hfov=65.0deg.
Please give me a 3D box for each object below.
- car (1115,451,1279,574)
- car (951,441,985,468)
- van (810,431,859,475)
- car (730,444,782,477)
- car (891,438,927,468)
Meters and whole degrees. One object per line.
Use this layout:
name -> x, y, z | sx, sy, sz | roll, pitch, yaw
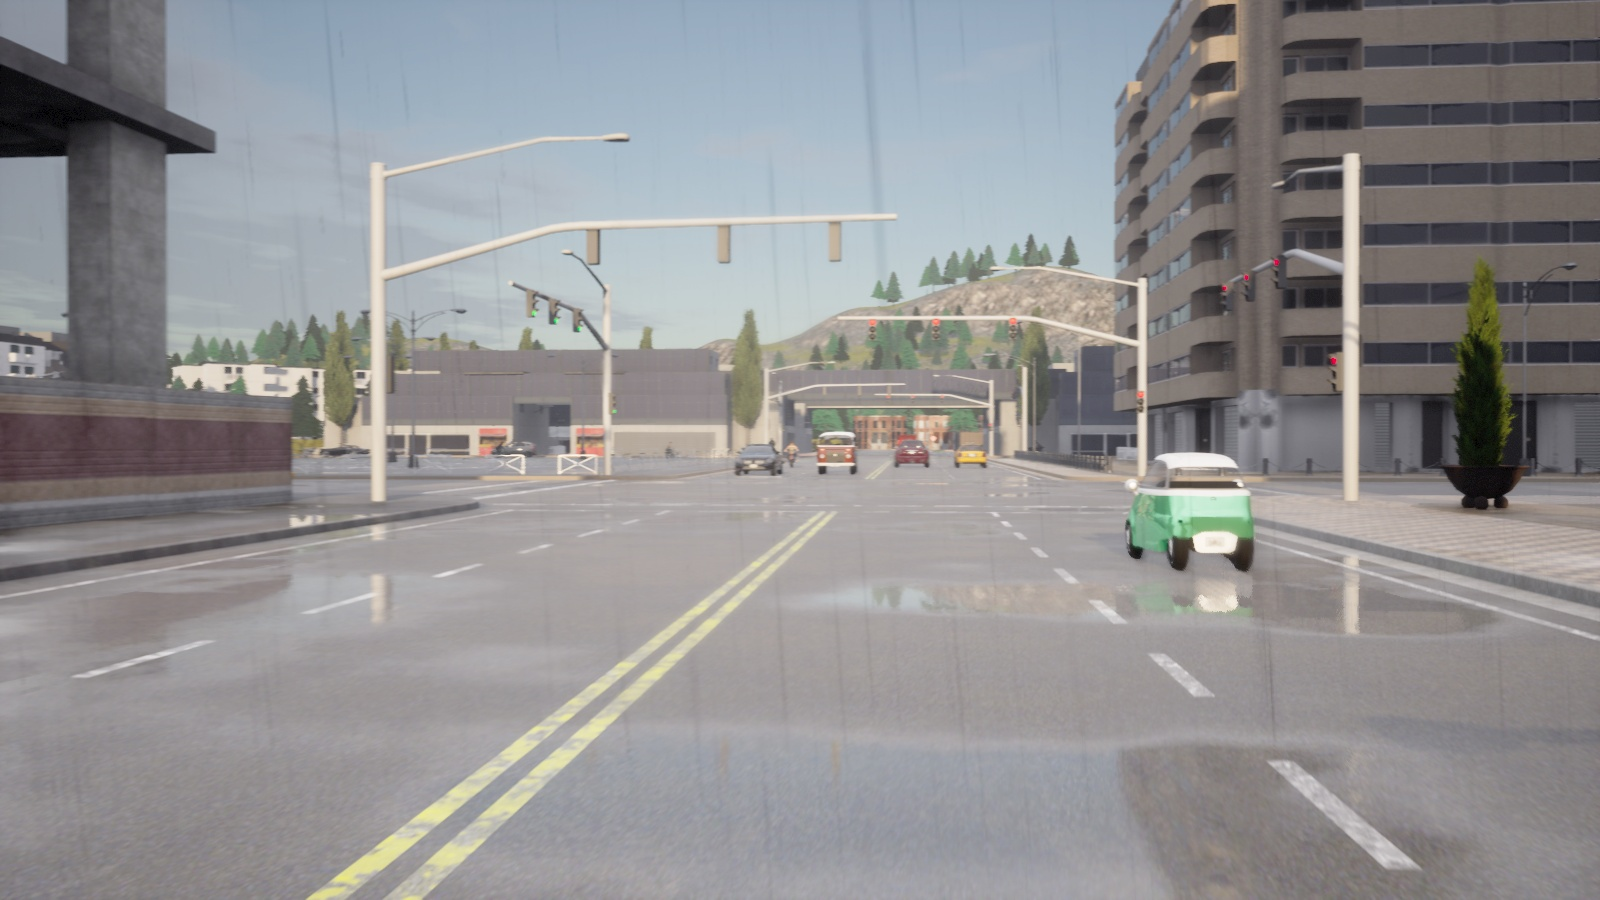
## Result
car -> 4.834, 0.720, 15.518 | 1.481, 1.376, 2.207 | 0, 1, 5
car -> 10.087, 0.270, 75.675 | 1.801, 1.575, 5.366 | 0, 0, 5
van -> 1.671, 0.132, 59.754 | 2.069, 2.038, 4.480 | 0, 0, 5
car -> -1.992, 0.439, 58.051 | 1.812, 1.442, 4.674 | 0, 0, 5
car -> 6.660, 0.179, 76.653 | 2.097, 1.767, 4.553 | 0, 0, 5
